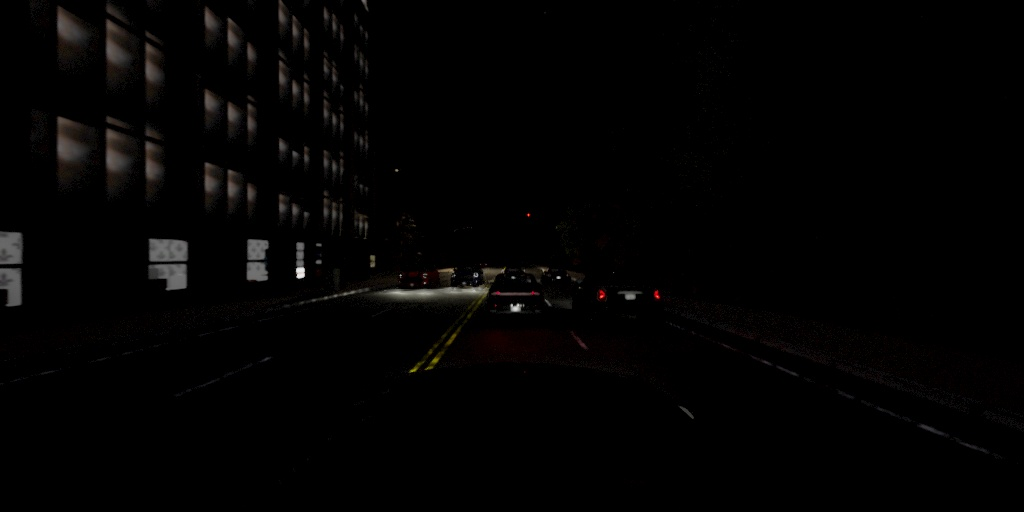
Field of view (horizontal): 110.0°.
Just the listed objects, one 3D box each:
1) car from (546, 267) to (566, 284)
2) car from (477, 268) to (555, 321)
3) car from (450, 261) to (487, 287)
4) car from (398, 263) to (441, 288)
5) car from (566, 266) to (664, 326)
[{"bbox_3d":[3.372,1.554,27.991,1.994,1.385,4.181,0,-1,0],"label":"car"},{"bbox_3d":[0.108,1.345,12.929,2.128,1.511,4.902,0,0,0],"label":"car"},{"bbox_3d":[-3.298,1.331,27.004,2.097,1.767,4.553,0,0,0],"label":"car"},{"bbox_3d":[-6.554,1.320,25.769,2.097,1.767,4.553,0,0,0],"label":"car"},{"bbox_3d":[3.358,1.198,12.287,2.097,1.767,4.553,0,-1,0],"label":"car"}]
